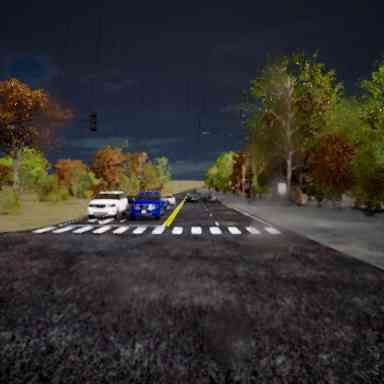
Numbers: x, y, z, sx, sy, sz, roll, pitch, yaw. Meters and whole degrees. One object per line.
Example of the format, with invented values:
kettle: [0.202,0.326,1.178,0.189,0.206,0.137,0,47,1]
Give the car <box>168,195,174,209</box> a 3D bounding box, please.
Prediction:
car: [-3.320,1.279,35.412,1.895,1.301,4.718,0,0,0]

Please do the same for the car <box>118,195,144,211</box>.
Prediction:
car: [-6.570,1.139,36.328,1.882,1.535,5.008,0,0,0]

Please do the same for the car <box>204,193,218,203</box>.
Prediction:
car: [3.321,0.985,56.109,2.128,1.511,4.902,1,-1,0]

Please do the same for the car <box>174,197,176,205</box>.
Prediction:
car: [-3.280,1.116,45.646,1.812,1.442,4.674,0,1,0]

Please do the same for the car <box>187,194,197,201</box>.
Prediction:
car: [0.048,1.022,66.605,1.895,1.301,4.718,0,0,0]

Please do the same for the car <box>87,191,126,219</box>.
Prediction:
car: [-6.579,0.967,26.638,2.150,2.045,5.566,0,0,0]

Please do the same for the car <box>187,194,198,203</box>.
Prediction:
car: [0.084,1.069,56.782,1.994,1.385,4.181,0,0,0]

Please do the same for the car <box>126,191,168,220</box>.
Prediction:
car: [-3.329,0.984,25.644,2.150,2.045,5.566,0,0,0]

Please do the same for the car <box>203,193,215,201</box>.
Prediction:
car: [3.293,0.975,66.261,2.033,1.411,5.357,0,0,0]
